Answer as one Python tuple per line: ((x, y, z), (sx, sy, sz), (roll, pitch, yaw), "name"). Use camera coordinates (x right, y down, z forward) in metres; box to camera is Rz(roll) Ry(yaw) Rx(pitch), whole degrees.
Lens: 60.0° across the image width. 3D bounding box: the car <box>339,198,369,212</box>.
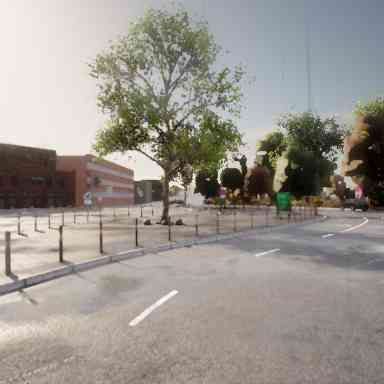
((25.095, 1.999, 51.662), (2.150, 2.045, 5.566), (0, -1, -2), "car")
